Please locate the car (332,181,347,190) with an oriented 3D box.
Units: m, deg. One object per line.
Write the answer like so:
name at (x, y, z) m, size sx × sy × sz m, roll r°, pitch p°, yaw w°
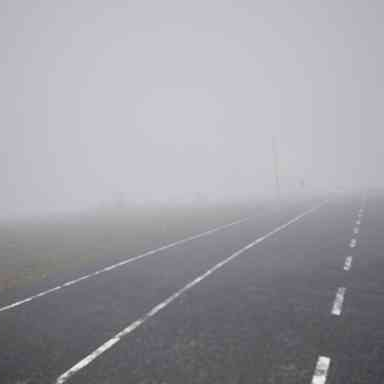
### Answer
car at (30.015, -1.134, 68.422) m, size 1.895 × 1.301 × 4.718 m, roll -5°, pitch 0°, yaw 29°
